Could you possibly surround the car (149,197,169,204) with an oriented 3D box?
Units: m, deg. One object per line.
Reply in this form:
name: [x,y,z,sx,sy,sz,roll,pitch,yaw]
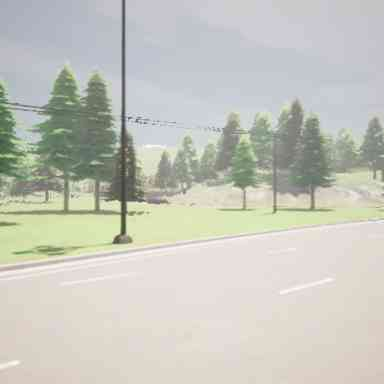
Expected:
car: [-6.460,1.549,60.970,2.033,1.411,5.357,0,0,-41]
